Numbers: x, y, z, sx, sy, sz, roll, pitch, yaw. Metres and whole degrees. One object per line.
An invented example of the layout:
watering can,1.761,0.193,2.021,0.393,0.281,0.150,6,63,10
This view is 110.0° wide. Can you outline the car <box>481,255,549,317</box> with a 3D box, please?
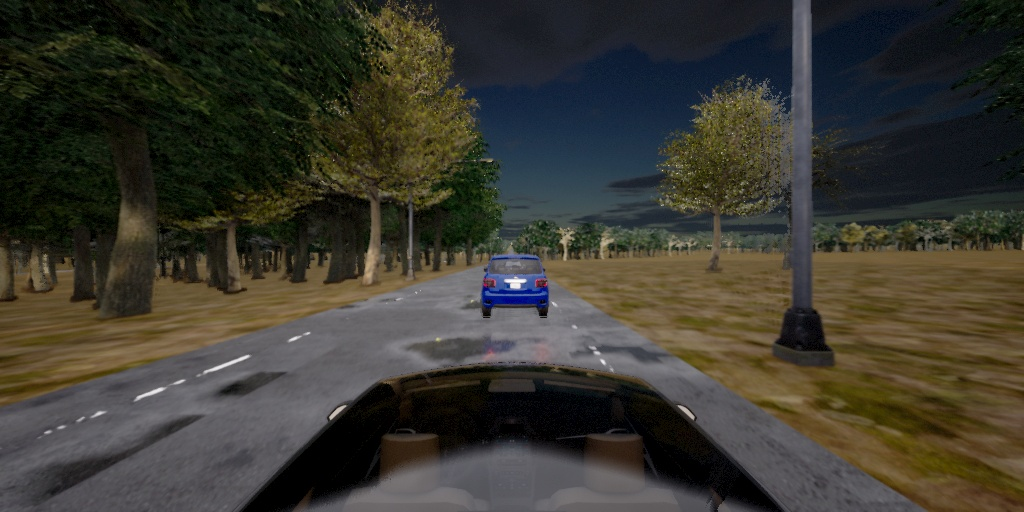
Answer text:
car,0.103,0.973,13.280,2.150,2.045,5.566,0,0,0
